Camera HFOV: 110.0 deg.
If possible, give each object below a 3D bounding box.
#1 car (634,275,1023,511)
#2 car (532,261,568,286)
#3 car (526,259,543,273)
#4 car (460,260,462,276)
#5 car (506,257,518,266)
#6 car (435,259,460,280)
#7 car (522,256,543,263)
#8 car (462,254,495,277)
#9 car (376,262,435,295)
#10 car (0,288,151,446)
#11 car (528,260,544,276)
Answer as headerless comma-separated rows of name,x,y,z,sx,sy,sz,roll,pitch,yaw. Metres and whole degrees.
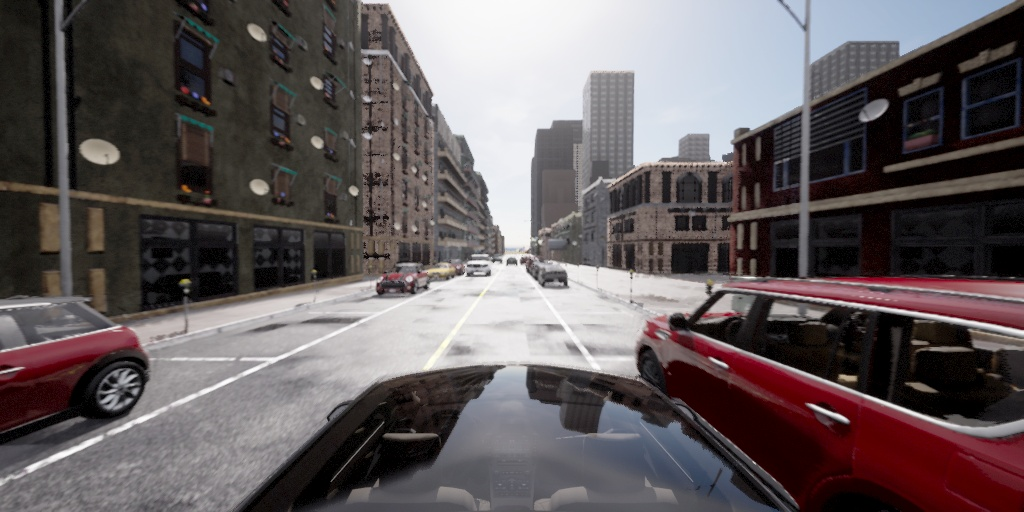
car,2.689,1.061,2.896,2.192,1.841,5.009,0,0,0
car,2.686,1.234,24.027,2.007,1.370,4.403,0,0,0
car,2.650,1.201,35.179,1.948,1.339,4.313,0,0,0
car,-5.697,1.074,35.127,1.967,1.591,4.097,0,0,0
car,-0.010,0.879,64.609,2.097,1.767,4.553,0,0,0
car,-5.696,1.180,29.377,1.751,1.417,4.829,0,0,0
car,2.650,0.930,40.758,2.192,1.841,5.009,0,0,0
car,-3.101,0.862,34.484,2.150,2.045,5.566,0,0,0
car,-5.695,1.130,19.124,1.967,1.591,4.097,0,0,0
car,-5.692,1.185,2.902,1.967,1.591,4.097,0,0,0
car,2.652,1.221,29.599,1.948,1.339,4.313,0,0,0
